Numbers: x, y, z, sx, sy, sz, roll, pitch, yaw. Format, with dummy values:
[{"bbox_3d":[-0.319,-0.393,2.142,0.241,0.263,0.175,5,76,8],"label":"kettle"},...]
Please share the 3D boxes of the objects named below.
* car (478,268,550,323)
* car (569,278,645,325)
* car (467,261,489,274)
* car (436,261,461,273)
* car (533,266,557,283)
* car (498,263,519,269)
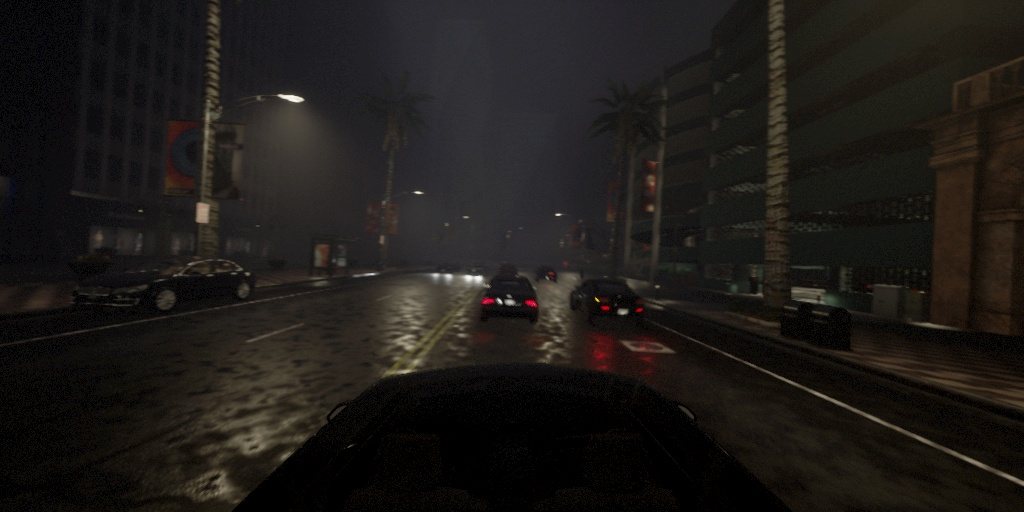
[{"bbox_3d":[-0.104,1.378,12.633,2.033,1.411,5.357,3,0,-1],"label":"car"},{"bbox_3d":[3.369,1.550,13.270,1.812,1.442,4.674,3,0,-1],"label":"car"},{"bbox_3d":[-3.845,1.350,41.018,2.128,1.511,4.902,3,-1,6],"label":"car"},{"bbox_3d":[-7.316,1.273,41.581,1.895,1.301,4.718,3,0,6],"label":"car"},{"bbox_3d":[3.095,1.679,33.780,1.837,1.490,4.892,3,0,0],"label":"car"},{"bbox_3d":[-0.379,1.475,35.316,1.882,1.535,5.008,3,0,1],"label":"car"}]
